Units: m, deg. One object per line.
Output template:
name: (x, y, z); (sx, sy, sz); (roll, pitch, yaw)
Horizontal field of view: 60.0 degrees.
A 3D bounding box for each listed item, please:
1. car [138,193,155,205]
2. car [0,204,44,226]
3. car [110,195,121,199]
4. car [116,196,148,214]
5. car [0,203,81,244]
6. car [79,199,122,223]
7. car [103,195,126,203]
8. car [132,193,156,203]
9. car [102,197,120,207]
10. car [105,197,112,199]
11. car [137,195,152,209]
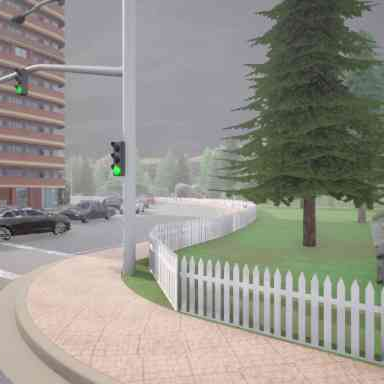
car: (-8.281, 1.296, 58.322); (2.097, 1.767, 4.553); (0, 0, -30)
car: (-12.683, 1.545, 22.602); (1.895, 1.301, 4.718); (0, 0, 23)
car: (-9.795, 1.492, 41.909); (2.033, 1.411, 5.357); (0, 0, -7)
car: (-6.169, 1.470, 34.727); (1.812, 1.442, 4.674); (0, 0, 3)
car: (-8.075, 1.434, 15.745); (2.128, 1.511, 4.902); (0, 0, 30)
car: (-7.798, 1.492, 25.283); (2.033, 1.411, 5.357); (0, 0, 17)
car: (-15.863, 1.434, 67.873); (4.902, 1.511, 2.128); (0, 0, 41)
car: (-9.583, 1.166, 66.430); (2.150, 2.045, 5.566); (0, 0, -40)
car: (-12.649, 1.508, 51.565); (1.994, 1.385, 4.181); (0, 0, -24)
car: (-9.882, 1.492, 31.835); (2.033, 1.411, 5.357); (0, 0, 8)
car: (-6.925, 1.470, 44.918); (1.812, 1.442, 4.674); (0, 0, -13)
